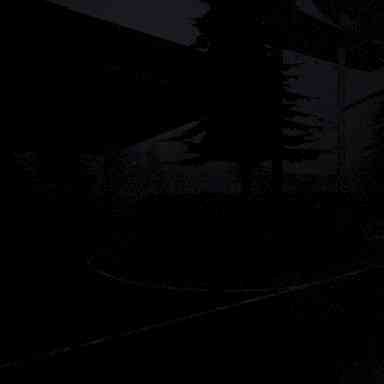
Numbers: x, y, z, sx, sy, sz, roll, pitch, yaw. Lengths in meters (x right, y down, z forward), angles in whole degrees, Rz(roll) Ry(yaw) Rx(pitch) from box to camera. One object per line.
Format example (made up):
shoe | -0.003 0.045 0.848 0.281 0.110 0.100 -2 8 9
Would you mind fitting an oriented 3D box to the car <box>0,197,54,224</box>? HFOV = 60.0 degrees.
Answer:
car | -11.955 1.313 23.487 3.866 1.878 1.905 0 0 -36
